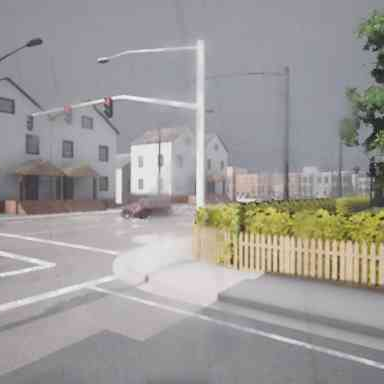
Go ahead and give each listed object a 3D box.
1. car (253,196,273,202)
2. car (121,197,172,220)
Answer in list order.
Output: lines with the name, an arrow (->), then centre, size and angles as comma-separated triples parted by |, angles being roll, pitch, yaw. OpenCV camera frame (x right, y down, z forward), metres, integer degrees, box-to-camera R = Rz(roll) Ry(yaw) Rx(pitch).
car -> 10.093, 1.369, 46.945 | 2.128, 1.511, 4.902 | 0, 0, 35
car -> -3.664, 1.259, 27.225 | 2.097, 1.767, 4.553 | 0, 0, 35
